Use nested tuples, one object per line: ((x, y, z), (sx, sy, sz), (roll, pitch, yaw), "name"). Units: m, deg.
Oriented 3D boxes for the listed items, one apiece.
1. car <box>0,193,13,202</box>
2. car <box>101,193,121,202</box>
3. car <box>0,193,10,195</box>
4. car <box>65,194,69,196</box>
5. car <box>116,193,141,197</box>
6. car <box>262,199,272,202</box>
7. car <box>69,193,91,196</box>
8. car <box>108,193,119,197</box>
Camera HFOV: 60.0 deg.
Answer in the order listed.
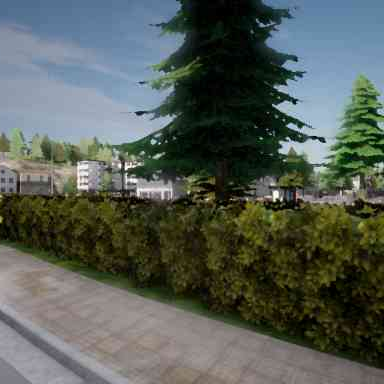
((-41.134, 1.097, 71.377), (4.605, 1.855, 1.932), (0, 0, -45), "car")
((-17.566, 1.077, 72.159), (3.866, 1.878, 1.905), (0, 0, -45), "car")
((-23.156, 1.330, 40.980), (5.027, 1.636, 2.152), (0, 0, -45), "car")
((-31.240, 1.232, 85.657), (3.806, 1.475, 1.970), (0, 0, -45), "car")
((-9.719, 1.384, 53.936), (3.806, 1.475, 1.970), (0, 0, -45), "car")
((9.874, 1.478, 44.379), (5.008, 1.535, 1.882), (0, 0, -45), "car")
((-26.519, 1.153, 81.299), (5.027, 1.636, 2.152), (0, 0, -45), "car")
((-15.238, 1.097, 70.372), (4.605, 1.855, 1.932), (0, 0, -45), "car")
